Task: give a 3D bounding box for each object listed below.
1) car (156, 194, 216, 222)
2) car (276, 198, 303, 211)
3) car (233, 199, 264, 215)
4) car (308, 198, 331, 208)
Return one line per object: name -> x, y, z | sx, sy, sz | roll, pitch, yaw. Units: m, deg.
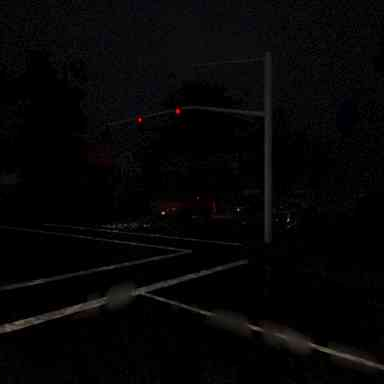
car -> -0.349, 1.221, 26.995 | 2.150, 2.045, 5.566 | 0, 0, 41
car -> 12.245, 1.526, 41.512 | 1.812, 1.442, 4.674 | 0, 0, 41
car -> 6.154, 1.492, 34.487 | 2.128, 1.511, 4.902 | 0, 0, 41
car -> 18.870, 1.601, 49.126 | 1.895, 1.301, 4.718 | 0, 0, 41
